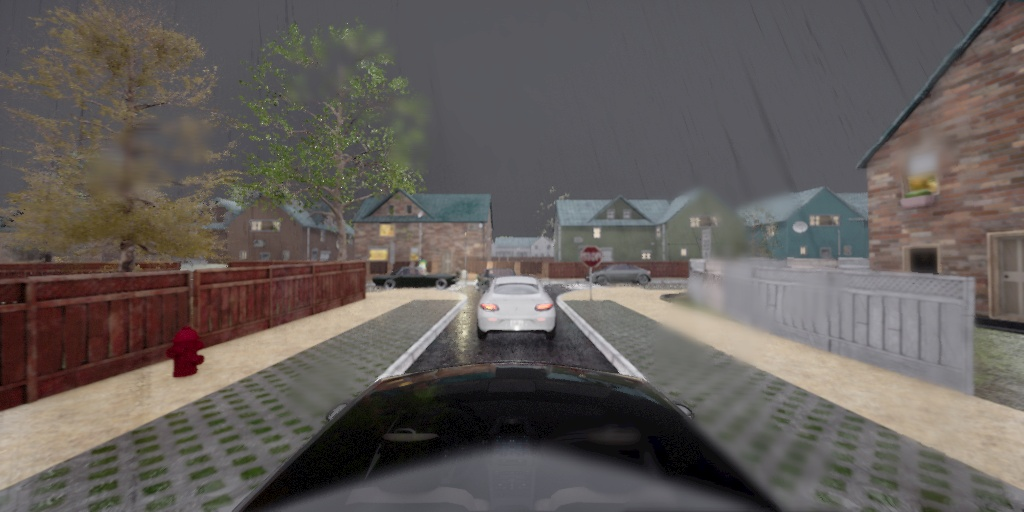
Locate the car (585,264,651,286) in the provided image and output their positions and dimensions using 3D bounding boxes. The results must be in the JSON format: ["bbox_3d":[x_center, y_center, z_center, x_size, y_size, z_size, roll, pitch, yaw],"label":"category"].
[{"bbox_3d":[6.979,1.214,23.793,4.181,1.385,1.994,0,-1,0],"label":"car"}]

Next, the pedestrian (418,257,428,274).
[{"bbox_3d":[-6.713,0.975,26.883,0.375,1.860,0.375,0,-1,1],"label":"pedestrian"}]

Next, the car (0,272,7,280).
[{"bbox_3d":[-36.691,1.631,24.354,4.674,1.442,1.812,-1,-1,1],"label":"car"}]

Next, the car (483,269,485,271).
[{"bbox_3d":[-0.764,1.270,18.617,1.895,1.301,4.718,0,0,-12],"label":"car"}]

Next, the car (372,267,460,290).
[{"bbox_3d":[-5.491,1.306,21.000,4.718,1.301,1.895,-1,-1,1],"label":"car"}]

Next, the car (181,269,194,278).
[{"bbox_3d":[-19.806,1.419,21.185,4.181,1.385,1.994,-1,-1,1],"label":"car"}]

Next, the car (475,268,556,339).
[{"bbox_3d":[0.099,1.233,9.799,1.812,1.442,4.674,0,0,0],"label":"car"}]
